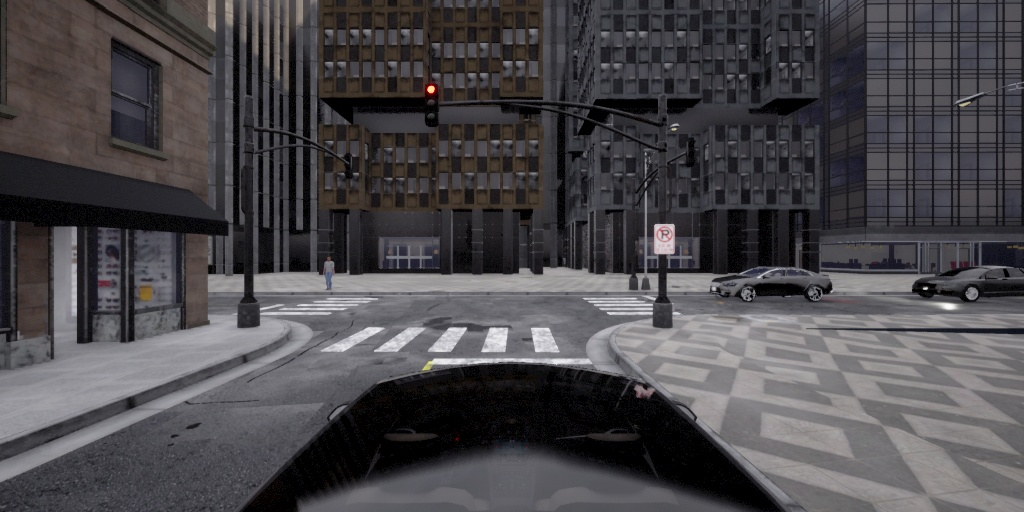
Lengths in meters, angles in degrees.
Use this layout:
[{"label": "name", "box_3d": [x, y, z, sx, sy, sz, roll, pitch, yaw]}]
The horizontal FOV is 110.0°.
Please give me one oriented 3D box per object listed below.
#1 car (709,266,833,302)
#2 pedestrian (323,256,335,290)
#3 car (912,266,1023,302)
[{"label": "car", "box_3d": [11.635, 1.222, 16.289, 4.902, 1.511, 2.128, 0, 0, 0]}, {"label": "pedestrian", "box_3d": [-9.927, 0.902, 19.470, 0.375, 1.860, 0.375, 0, 0, 0]}, {"label": "car", "box_3d": [21.155, 1.223, 16.221, 4.892, 1.490, 1.837, 0, 0, 1]}]
